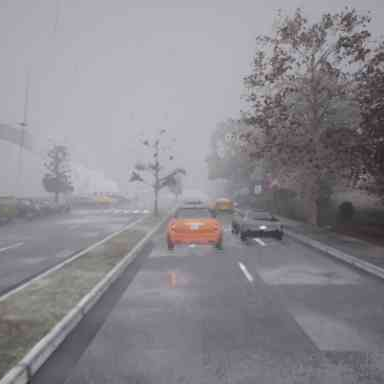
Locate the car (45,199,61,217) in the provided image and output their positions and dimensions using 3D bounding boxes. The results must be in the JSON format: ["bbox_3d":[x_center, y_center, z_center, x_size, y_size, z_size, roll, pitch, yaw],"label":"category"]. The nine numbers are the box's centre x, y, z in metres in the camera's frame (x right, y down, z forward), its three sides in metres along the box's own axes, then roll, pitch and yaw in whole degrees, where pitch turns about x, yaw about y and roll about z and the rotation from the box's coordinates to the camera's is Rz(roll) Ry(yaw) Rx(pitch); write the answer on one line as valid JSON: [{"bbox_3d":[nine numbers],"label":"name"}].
[{"bbox_3d":[-13.844,1.414,28.004,4.674,1.452,2.002,-1,1,-20],"label":"car"}]

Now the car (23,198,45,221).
[{"bbox_3d":[-13.823,1.264,25.031,4.553,1.767,2.185,-1,1,-20],"label":"car"}]

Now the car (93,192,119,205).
[{"bbox_3d":[-14.005,1.254,48.952,5.366,1.575,1.946,-1,1,-20],"label":"car"}]

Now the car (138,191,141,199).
[{"bbox_3d":[-13.821,1.044,70.050,4.674,1.452,2.002,-1,1,-20],"label":"car"}]

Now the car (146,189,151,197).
[{"bbox_3d":[-13.781,0.723,85.063,4.792,1.488,2.163,-1,1,-20],"label":"car"}]

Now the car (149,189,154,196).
[{"bbox_3d":[-13.784,0.380,88.060,5.566,2.045,2.435,-1,1,-20],"label":"car"}]

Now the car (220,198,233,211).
[{"bbox_3d":[3.107,1.323,34.200,1.882,1.535,5.008,0,0,0],"label":"car"}]

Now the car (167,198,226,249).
[{"bbox_3d":[0.102,1.306,14.369,2.097,1.767,4.553,0,0,0],"label":"car"}]

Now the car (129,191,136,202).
[{"bbox_3d":[-13.653,1.133,61.098,5.366,1.575,1.946,-1,0,-20],"label":"car"}]

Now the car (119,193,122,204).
[{"bbox_3d":[-13.836,1.271,52.025,4.674,1.452,2.002,-1,0,-20],"label":"car"}]

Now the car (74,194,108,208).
[{"bbox_3d":[-13.812,1.319,43.028,4.792,1.488,2.163,-1,0,-20],"label":"car"}]

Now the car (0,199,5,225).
[{"bbox_3d":[-13.849,1.424,19.057,4.892,1.521,2.231,-1,1,-20],"label":"car"}]

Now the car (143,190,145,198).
[{"bbox_3d":[-13.816,0.926,76.048,4.674,1.452,2.002,-1,1,-20],"label":"car"}]

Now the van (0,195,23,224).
[{"bbox_3d":[-13.965,1.182,21.996,4.442,1.987,1.878,-1,1,-20],"label":"van"}]

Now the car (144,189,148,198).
[{"bbox_3d":[-13.804,0.823,79.047,5.008,1.535,2.097,-1,2,-20],"label":"car"}]

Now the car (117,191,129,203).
[{"bbox_3d":[-13.807,0.957,55.042,5.566,2.045,2.435,-1,0,-20],"label":"car"}]

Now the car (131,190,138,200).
[{"bbox_3d":[-13.851,0.847,64.022,5.566,2.045,2.435,-1,1,-20],"label":"car"}]

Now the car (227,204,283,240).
[{"bbox_3d":[3.102,1.506,16.547,1.994,1.385,4.181,0,0,0],"label":"car"}]

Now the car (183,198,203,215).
[{"bbox_3d":[0.104,1.359,32.669,1.837,1.490,4.892,0,0,0],"label":"car"}]

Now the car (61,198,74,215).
[{"bbox_3d":[-13.821,1.386,31.023,4.792,1.488,2.163,-1,0,-20],"label":"car"}]

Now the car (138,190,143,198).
[{"bbox_3d":[-13.848,0.820,73.035,4.553,1.767,2.185,-1,1,-20],"label":"car"}]
